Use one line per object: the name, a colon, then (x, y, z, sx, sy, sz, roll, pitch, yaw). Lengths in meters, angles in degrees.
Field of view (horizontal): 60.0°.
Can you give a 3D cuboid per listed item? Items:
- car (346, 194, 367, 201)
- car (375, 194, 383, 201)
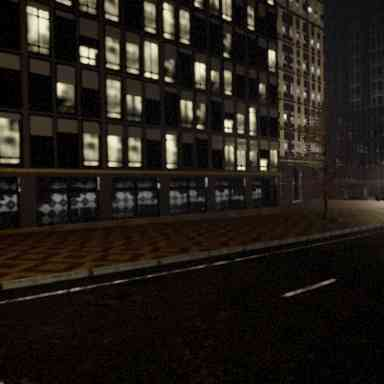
car: (30.534, 0.964, 61.924, 1.802, 1.307, 4.206, -1, 1, -39)
car: (34.121, 0.982, 57.512, 1.947, 1.339, 4.313, -1, 1, -39)
